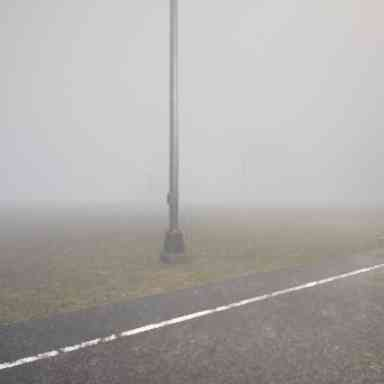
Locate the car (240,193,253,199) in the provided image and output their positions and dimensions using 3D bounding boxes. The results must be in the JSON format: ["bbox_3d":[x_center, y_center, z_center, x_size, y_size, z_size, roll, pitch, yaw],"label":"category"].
[{"bbox_3d":[14.984,1.072,92.201,2.128,1.511,4.902,0,0,-31],"label":"car"}]
